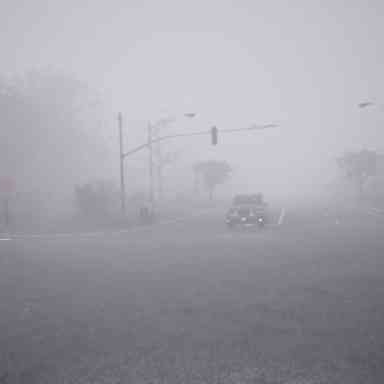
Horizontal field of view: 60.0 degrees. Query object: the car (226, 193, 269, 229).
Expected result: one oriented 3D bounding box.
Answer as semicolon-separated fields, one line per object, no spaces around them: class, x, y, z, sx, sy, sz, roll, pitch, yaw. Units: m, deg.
car;3.626;1.125;21.156;2.150;2.045;5.566;-2;0;16
